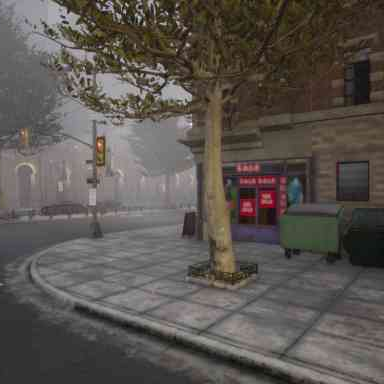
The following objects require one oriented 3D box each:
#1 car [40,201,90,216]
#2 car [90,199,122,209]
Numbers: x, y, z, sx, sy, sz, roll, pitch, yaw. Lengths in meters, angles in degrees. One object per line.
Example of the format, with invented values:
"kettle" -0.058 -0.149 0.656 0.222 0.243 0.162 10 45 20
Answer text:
"car" -12.701 1.564 32.894 1.994 1.385 4.181 0 0 36
"car" -11.936 1.595 45.181 1.895 1.301 4.718 0 0 36
